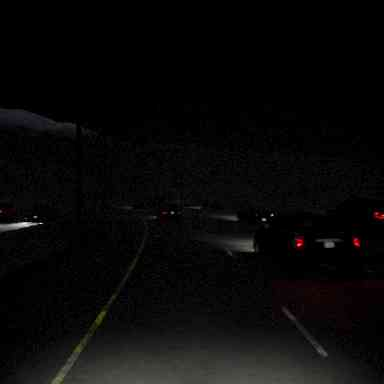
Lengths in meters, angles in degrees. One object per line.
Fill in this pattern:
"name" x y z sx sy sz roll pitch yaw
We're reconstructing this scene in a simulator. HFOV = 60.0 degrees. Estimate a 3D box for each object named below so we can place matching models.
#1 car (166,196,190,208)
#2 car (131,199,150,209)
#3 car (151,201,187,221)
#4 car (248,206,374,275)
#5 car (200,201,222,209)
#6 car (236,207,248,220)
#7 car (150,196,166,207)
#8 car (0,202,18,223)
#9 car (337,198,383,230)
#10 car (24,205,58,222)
"car" -2.184 1.686 56.105 2.150 2.045 5.566 1 -1 -21
"car" -8.599 2.046 53.496 1.895 1.301 4.718 0 -1 -21
"car" -2.167 1.796 30.019 2.033 1.411 5.357 0 0 -12
"car" 3.516 1.440 10.935 2.097 1.767 4.553 0 -1 -3
"car" 2.921 2.029 52.194 1.895 1.301 4.718 0 -1 -19
"car" 5.143 1.825 27.551 1.895 1.301 4.718 0 0 -9
"car" -5.854 1.686 55.887 2.150 2.045 5.566 1 -1 -21
"car" -16.415 1.659 28.079 2.097 1.767 4.553 0 0 -11
"car" 9.930 1.376 19.304 2.150 2.045 5.566 0 0 -8
"car" -12.973 1.831 28.718 1.994 1.385 4.181 0 0 -11
